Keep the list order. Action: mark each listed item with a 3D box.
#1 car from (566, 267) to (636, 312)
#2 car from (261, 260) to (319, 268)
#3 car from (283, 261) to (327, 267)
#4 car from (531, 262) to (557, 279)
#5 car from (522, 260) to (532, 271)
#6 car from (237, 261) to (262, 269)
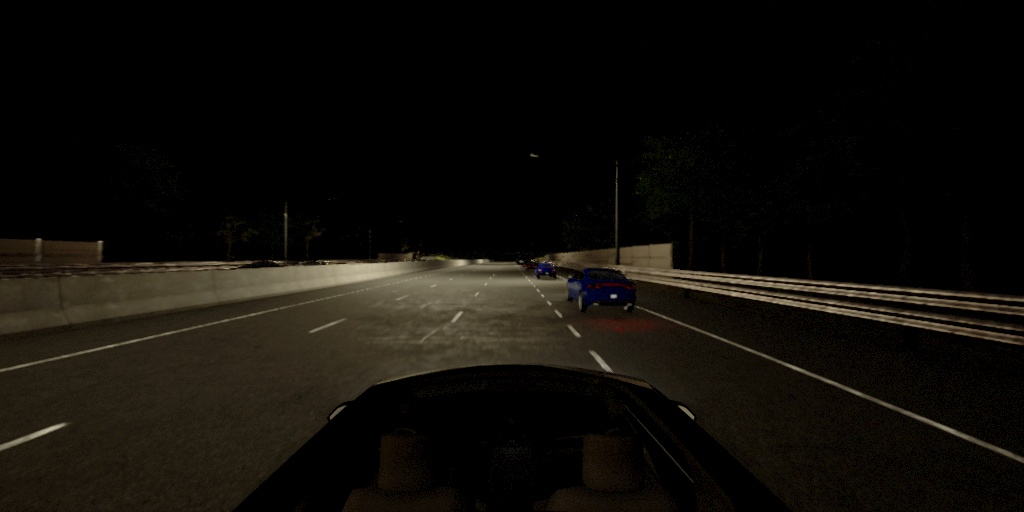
[{"bbox_3d":[3.395,1.206,14.502,1.882,1.535,5.008,0,0,0],"label":"car"},{"bbox_3d":[-21.339,1.285,34.809,2.128,1.511,4.902,0,0,0],"label":"car"},{"bbox_3d":[-17.828,1.362,31.916,1.994,1.385,4.181,0,0,0],"label":"car"},{"bbox_3d":[3.216,1.445,35.374,1.812,1.442,4.674,0,0,0],"label":"car"},{"bbox_3d":[3.048,1.564,55.144,2.033,1.411,5.357,0,0,0],"label":"car"},{"bbox_3d":[-24.844,1.256,35.542,1.882,1.535,5.008,0,0,0],"label":"car"}]
